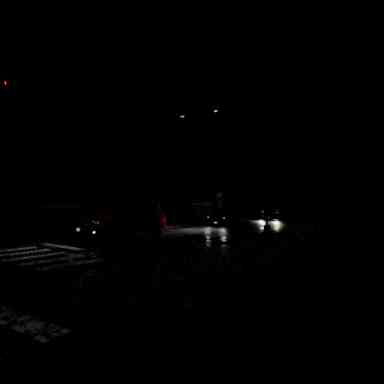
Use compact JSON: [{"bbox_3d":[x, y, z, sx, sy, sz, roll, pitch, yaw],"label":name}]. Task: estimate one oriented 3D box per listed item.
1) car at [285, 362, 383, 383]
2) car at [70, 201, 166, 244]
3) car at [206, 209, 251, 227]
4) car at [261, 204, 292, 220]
[{"bbox_3d":[2.352,1.551,1.274,4.403,1.369,2.008,0,0,36],"label":"car"},{"bbox_3d":[-3.792,1.510,18.138,2.150,2.045,5.566,0,-1,37],"label":"car"},{"bbox_3d":[3.127,2.132,27.780,1.895,1.301,4.718,0,-1,36],"label":"car"},{"bbox_3d":[9.313,2.107,36.456,2.097,1.767,4.553,0,-1,35],"label":"car"}]
